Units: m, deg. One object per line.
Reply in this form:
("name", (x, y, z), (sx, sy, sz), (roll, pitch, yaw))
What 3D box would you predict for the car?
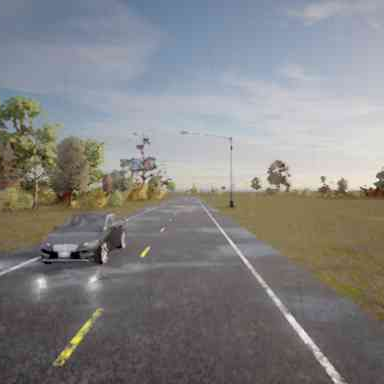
("car", (-3.601, 1.492, 11.823), (2.128, 1.511, 4.902), (0, 0, 0))
